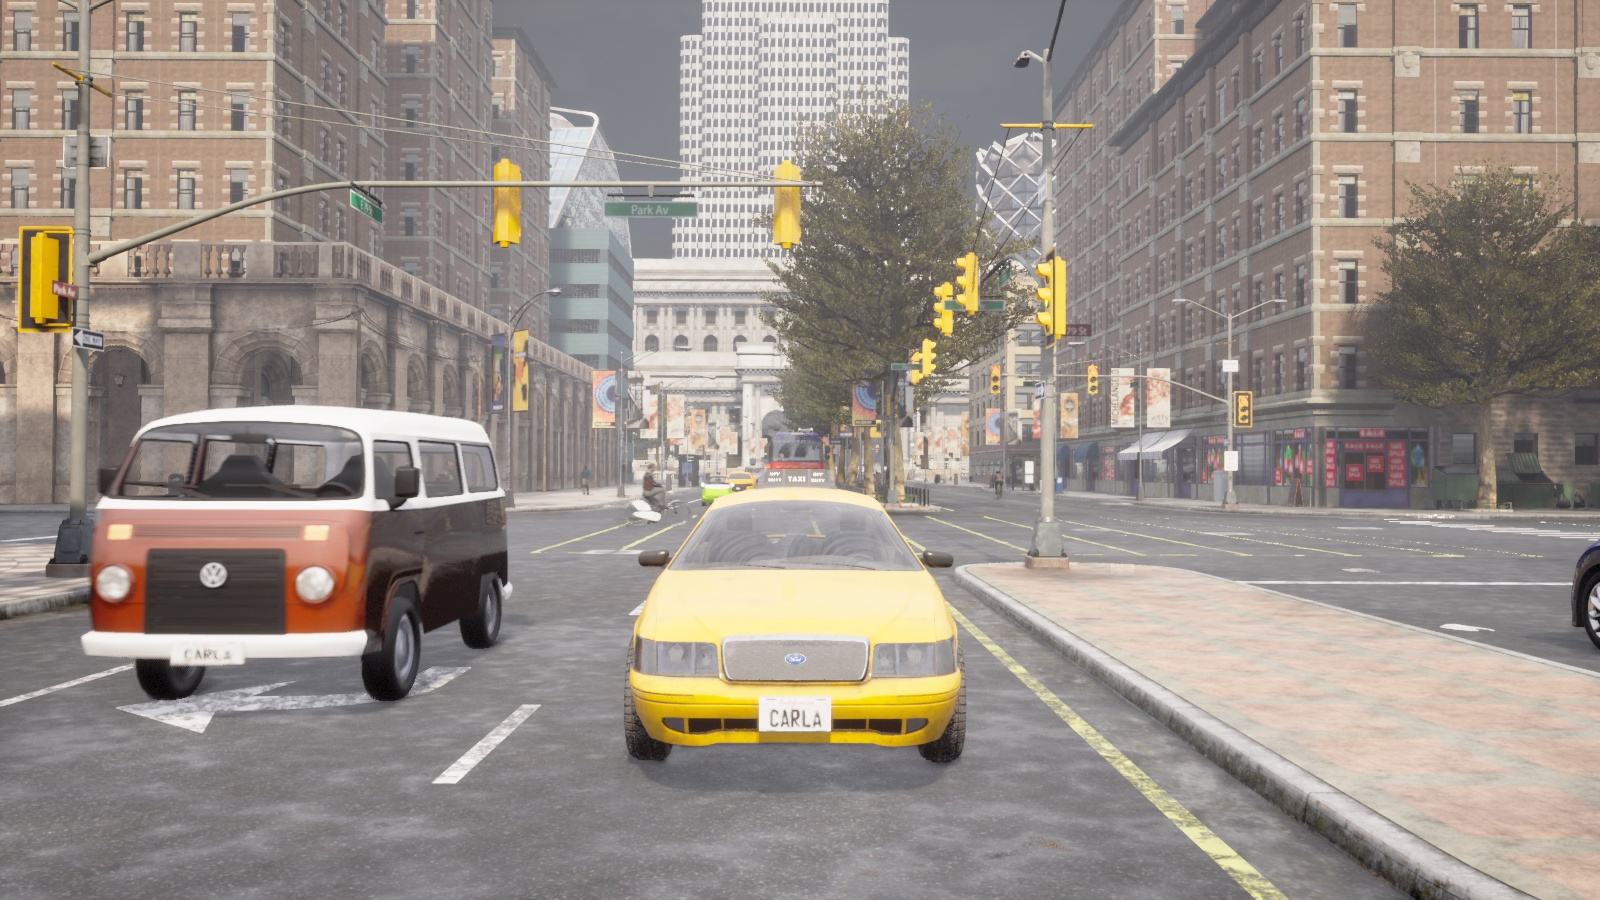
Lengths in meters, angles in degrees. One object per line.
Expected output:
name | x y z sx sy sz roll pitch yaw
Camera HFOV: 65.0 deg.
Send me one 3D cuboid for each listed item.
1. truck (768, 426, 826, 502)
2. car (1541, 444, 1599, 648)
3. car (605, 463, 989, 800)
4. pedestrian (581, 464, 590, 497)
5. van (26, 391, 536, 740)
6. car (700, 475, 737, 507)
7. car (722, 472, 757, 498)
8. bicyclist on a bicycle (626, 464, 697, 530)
truck | -0.158 0.786 67.774 2.891 3.827 8.468 0 -1 0
car | 7.978 0.799 9.444 2.097 1.767 4.553 0 -1 0
car | -0.020 0.898 8.598 1.801 1.575 5.366 0 -1 0
pedestrian | -11.951 1.692 70.012 0.370 1.835 0.726 0 -1 2
van | -3.523 0.713 9.627 2.069 2.038 4.480 0 -1 0
car | -3.627 1.823 56.088 1.481 1.376 2.207 0 -1 0
car | -3.675 2.098 77.048 1.882 1.535 5.008 0 -1 0
bicyclist on a bicycle | -3.828 1.283 34.763 1.843 1.776 0.659 0 -1 -18
